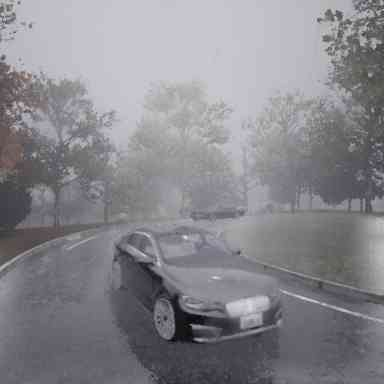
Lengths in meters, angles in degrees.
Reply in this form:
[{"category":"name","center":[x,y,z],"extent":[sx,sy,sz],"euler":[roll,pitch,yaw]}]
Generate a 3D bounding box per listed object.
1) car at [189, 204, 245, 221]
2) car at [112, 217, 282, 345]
[{"category":"car","center":[1.959,1.601,25.723],"extent":[1.895,1.301,4.718],"euler":[0,0,45]},{"category":"car","center":[-0.281,1.491,6.721],"extent":[2.128,1.511,4.902],"euler":[0,0,-27]}]
